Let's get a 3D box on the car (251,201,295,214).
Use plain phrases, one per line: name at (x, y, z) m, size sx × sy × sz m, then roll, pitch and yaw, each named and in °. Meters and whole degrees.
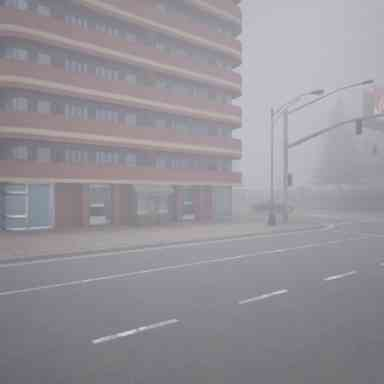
car at (8.782, 1.601, 36.221) m, size 1.895 × 1.301 × 4.718 m, roll 0°, pitch 0°, yaw -36°
